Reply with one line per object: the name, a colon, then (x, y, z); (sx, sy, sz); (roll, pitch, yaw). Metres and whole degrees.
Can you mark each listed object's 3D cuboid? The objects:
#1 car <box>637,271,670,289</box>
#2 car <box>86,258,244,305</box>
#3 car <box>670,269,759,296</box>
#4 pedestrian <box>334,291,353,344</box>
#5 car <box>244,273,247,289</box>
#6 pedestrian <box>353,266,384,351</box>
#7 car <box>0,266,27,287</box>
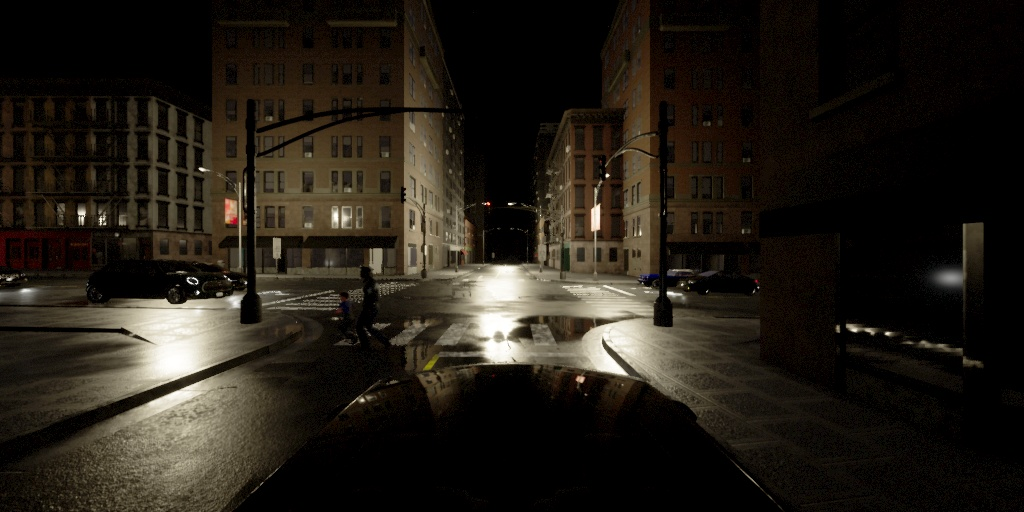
car: (11.032, 1.553, 24.233); (4.718, 1.301, 1.895); (1, 0, 0)
car: (-13.874, 0.907, 14.342); (4.553, 1.767, 2.097); (1, 0, 1)
car: (11.952, 1.531, 20.980); (4.181, 1.385, 1.994); (1, 0, 0)
pedestrian: (-3.689, 1.323, 8.082); (0.375, 1.300, 0.375); (0, 0, 0)
car: (-15.488, 1.033, 17.635); (4.892, 1.490, 1.837); (1, 0, 0)
pedestrian: (-2.987, 1.044, 7.481); (0.375, 1.860, 0.375); (0, 0, 0)
car: (-27.150, 0.849, 17.684); (4.892, 1.490, 1.837); (1, 0, 0)
